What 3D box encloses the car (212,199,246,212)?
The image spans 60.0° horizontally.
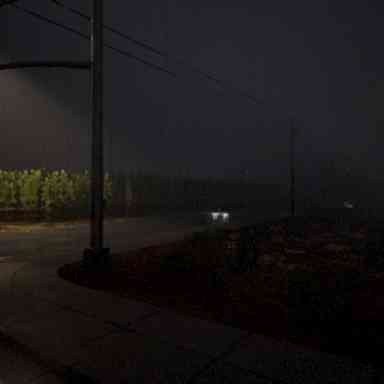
[{"bbox_3d":[4.298,1.490,37.645,2.033,1.411,5.357,0,0,33],"label":"car"}]
